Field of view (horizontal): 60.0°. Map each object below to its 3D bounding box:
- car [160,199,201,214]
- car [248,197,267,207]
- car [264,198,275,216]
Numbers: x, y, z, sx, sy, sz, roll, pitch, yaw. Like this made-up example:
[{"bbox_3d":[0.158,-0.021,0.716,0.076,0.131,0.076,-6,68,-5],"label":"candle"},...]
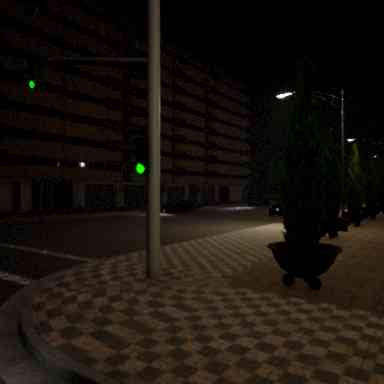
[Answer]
[{"bbox_3d":[-1.202,1.490,35.239,2.033,1.411,5.357,0,0,36],"label":"car"},{"bbox_3d":[10.260,1.447,50.839,2.128,1.511,4.902,0,0,36],"label":"car"},{"bbox_3d":[8.731,1.507,30.877,1.994,1.385,4.181,0,0,36],"label":"car"}]
